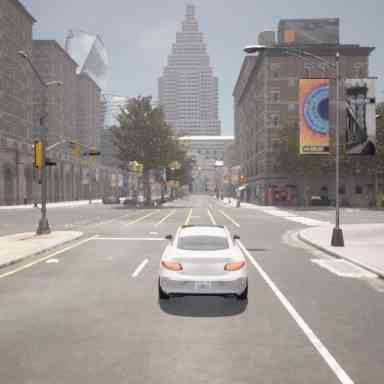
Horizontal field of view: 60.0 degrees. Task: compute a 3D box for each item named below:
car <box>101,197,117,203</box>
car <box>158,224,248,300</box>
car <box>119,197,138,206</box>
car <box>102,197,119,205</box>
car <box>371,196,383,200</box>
[{"bbox_3d":[-16.705,1.595,67.376,1.895,1.301,4.718,0,0,1],"label":"car"},{"bbox_3d":[0.266,1.526,8.303,1.812,1.442,4.674,0,0,2],"label":"car"},{"bbox_3d":[-10.311,1.563,55.613,1.994,1.385,4.181,0,0,1],"label":"car"},{"bbox_3d":[-13.754,1.564,57.838,1.994,1.385,4.181,0,0,2],"label":"car"},{"bbox_3d":[36.007,1.481,67.556,2.231,1.521,4.892,0,0,1],"label":"car"}]
